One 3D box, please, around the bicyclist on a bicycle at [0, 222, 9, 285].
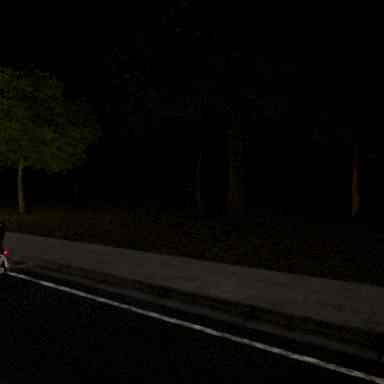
[{"bbox_3d":[-5.004,1.348,8.239,1.843,1.776,0.659,0,0,36],"label":"bicyclist on a bicycle"}]
